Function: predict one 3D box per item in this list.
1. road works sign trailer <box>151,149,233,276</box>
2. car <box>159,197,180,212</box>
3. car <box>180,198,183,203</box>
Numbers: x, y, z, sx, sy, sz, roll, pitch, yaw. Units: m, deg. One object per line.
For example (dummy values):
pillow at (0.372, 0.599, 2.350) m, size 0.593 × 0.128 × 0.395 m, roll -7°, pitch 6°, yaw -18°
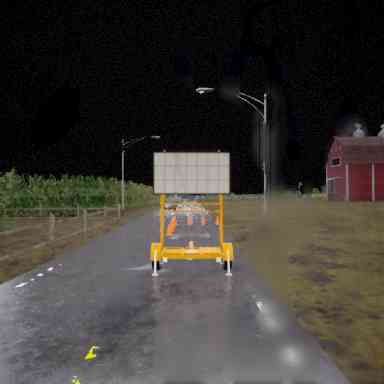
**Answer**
road works sign trailer at (-0.009, 0.477, 10.395) m, size 2.380 × 3.560 × 2.880 m, roll 0°, pitch 0°, yaw 0°
car at (-2.910, 1.584, 41.143) m, size 2.128 × 1.511 × 4.902 m, roll 0°, pitch 0°, yaw 0°
car at (-2.849, 1.884, 68.987) m, size 1.837 × 1.490 × 4.892 m, roll 0°, pitch -1°, yaw 0°
